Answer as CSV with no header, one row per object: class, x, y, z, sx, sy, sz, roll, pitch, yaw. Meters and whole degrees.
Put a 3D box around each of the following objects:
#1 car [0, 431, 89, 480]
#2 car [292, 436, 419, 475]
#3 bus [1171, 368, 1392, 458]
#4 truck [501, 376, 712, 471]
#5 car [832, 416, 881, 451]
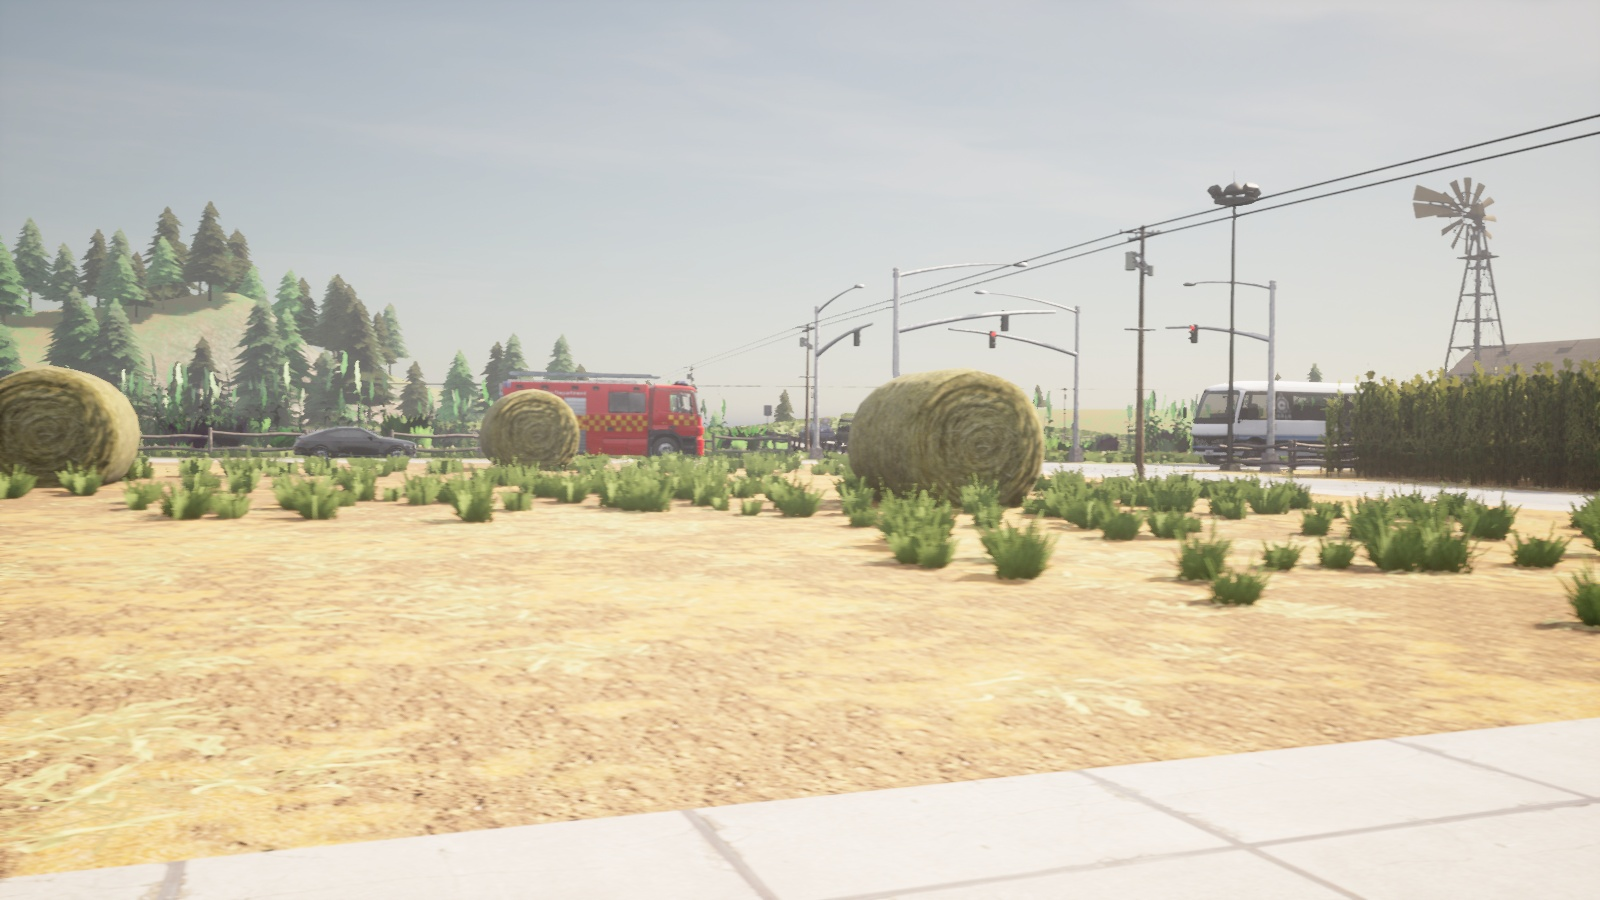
car,-29.250,0.205,46.678,4.553,1.767,2.097,-1,1,-17
car,-17.697,0.190,50.207,4.674,1.442,1.812,-1,1,-17
bus,24.213,-1.841,63.133,10.273,4.253,3.944,-1,1,-20
truck,-8.188,-1.150,53.092,8.468,3.827,2.891,-1,1,-17
car,3.336,-1.010,75.237,1.905,1.878,3.866,-1,4,-14
